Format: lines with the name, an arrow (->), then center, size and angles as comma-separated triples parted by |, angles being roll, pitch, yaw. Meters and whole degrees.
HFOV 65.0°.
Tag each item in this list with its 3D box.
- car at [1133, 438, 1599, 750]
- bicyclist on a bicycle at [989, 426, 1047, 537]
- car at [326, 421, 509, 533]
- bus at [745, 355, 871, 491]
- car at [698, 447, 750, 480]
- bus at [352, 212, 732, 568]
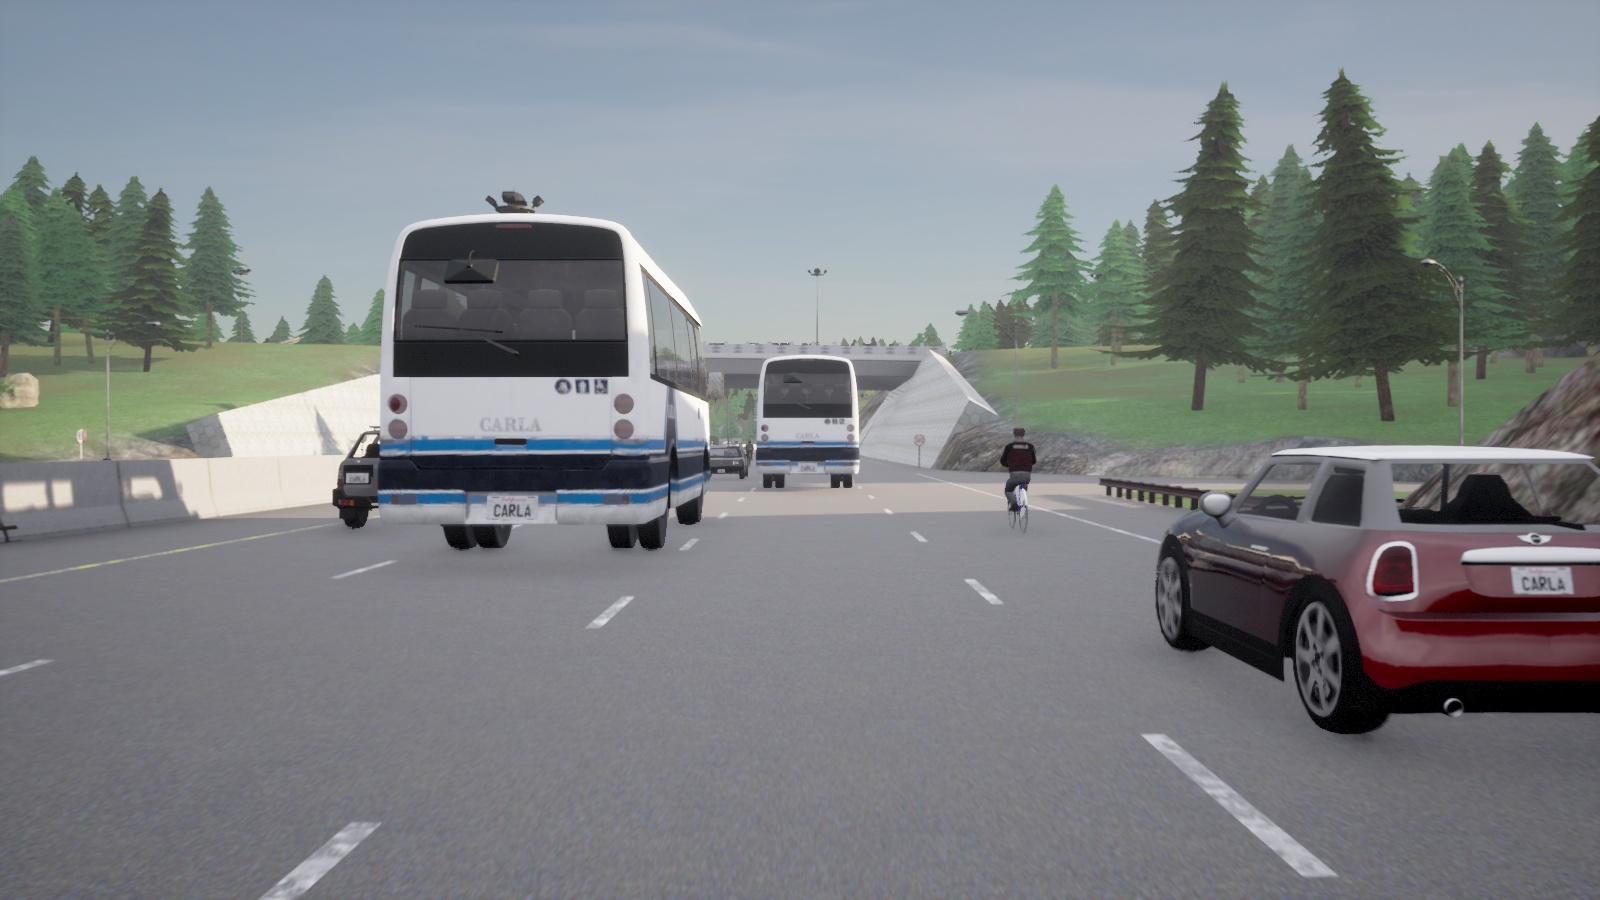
car -> 3.560, 0.670, 7.840 | 1.970, 1.475, 3.806 | 0, 0, 0
bicyclist on a bicycle -> 3.635, 0.501, 21.042 | 0.659, 1.776, 1.843 | 0, 1, 0
car -> -6.853, 0.428, 23.060 | 1.932, 1.855, 4.605 | 0, 0, 0
bus -> 0.270, -0.880, 44.460 | 3.944, 4.253, 10.273 | 0, 0, 0
car -> -3.182, 0.545, 53.164 | 1.895, 1.301, 4.718 | 0, 0, 0
bus -> -3.369, -0.746, 20.180 | 3.944, 4.253, 10.273 | 0, 0, 0
